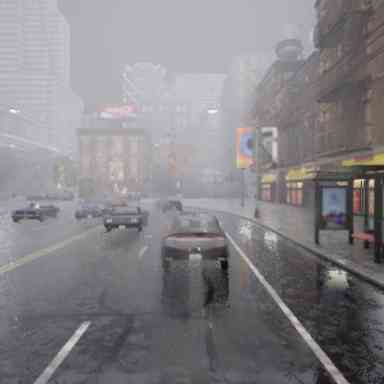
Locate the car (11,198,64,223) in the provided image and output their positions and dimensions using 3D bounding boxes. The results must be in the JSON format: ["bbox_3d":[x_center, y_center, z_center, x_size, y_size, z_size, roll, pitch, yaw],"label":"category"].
[{"bbox_3d":[-10.871,1.372,23.438,1.895,1.301,4.718,0,1,-6],"label":"car"}]

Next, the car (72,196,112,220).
[{"bbox_3d":[-7.581,1.099,25.668,2.097,1.767,4.553,0,1,-10],"label":"car"}]

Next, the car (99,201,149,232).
[{"bbox_3d":[-3.508,1.418,18.565,1.895,1.301,4.718,0,1,-2],"label":"car"}]

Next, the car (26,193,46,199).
[{"bbox_3d":[-29.346,0.903,63.270,4.674,1.452,2.002,0,1,20],"label":"car"}]

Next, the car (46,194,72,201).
[{"bbox_3d":[-24.039,0.999,61.107,4.718,1.301,1.895,0,1,30],"label":"car"}]

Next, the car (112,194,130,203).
[{"bbox_3d":[-9.353,1.179,39.354,1.994,1.385,4.181,0,1,-30],"label":"car"}]

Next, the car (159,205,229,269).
[{"bbox_3d":[0.085,1.385,10.729,2.128,1.511,4.902,0,1,0],"label":"car"}]

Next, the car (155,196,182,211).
[{"bbox_3d":[-2.327,1.187,32.399,1.837,1.490,4.892,0,0,-17],"label":"car"}]
